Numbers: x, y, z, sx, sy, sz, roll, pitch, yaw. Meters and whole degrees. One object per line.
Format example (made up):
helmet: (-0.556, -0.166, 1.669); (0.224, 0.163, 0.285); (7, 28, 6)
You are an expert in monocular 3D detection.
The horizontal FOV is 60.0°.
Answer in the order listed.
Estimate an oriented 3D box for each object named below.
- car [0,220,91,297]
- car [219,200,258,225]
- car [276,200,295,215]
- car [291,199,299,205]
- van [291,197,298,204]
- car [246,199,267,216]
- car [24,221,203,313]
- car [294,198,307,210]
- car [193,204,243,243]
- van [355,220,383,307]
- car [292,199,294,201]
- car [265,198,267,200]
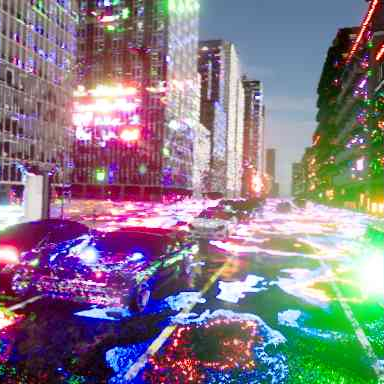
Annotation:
car: (-3.857, 1.428, 8.355); (1.947, 1.339, 4.313); (2, 0, 16)
car: (3.712, 1.607, 25.627); (1.882, 1.535, 5.008); (2, 0, 16)
car: (11.081, 1.996, 40.031); (1.895, 1.301, 4.718); (2, 0, 16)
car: (26.709, 2.573, 85.955); (1.802, 1.307, 4.206); (2, 0, 16)
van: (28.218, 2.394, 91.279); (1.690, 1.788, 3.998); (2, 0, 16)
car: (6.646, 1.784, 35.885); (2.033, 1.411, 5.357); (2, 0, 16)
car: (-1.320, 1.553, 7.822); (1.895, 1.301, 4.718); (2, 0, 16)
car: (17.709, 2.189, 54.004); (2.008, 1.369, 4.403); (2, 0, 16)
car: (1.154, 1.564, 16.586); (1.812, 1.442, 4.674); (2, 0, 16)
van: (4.212, 1.488, 6.079); (1.690, 1.788, 3.998); (2, 0, 16)
car: (13.924, 2.065, 50.123); (1.994, 1.385, 4.181); (2, 0, 16)
car: (17.104, 2.169, 82.740); (1.752, 1.417, 4.829); (2, 0, 16)
